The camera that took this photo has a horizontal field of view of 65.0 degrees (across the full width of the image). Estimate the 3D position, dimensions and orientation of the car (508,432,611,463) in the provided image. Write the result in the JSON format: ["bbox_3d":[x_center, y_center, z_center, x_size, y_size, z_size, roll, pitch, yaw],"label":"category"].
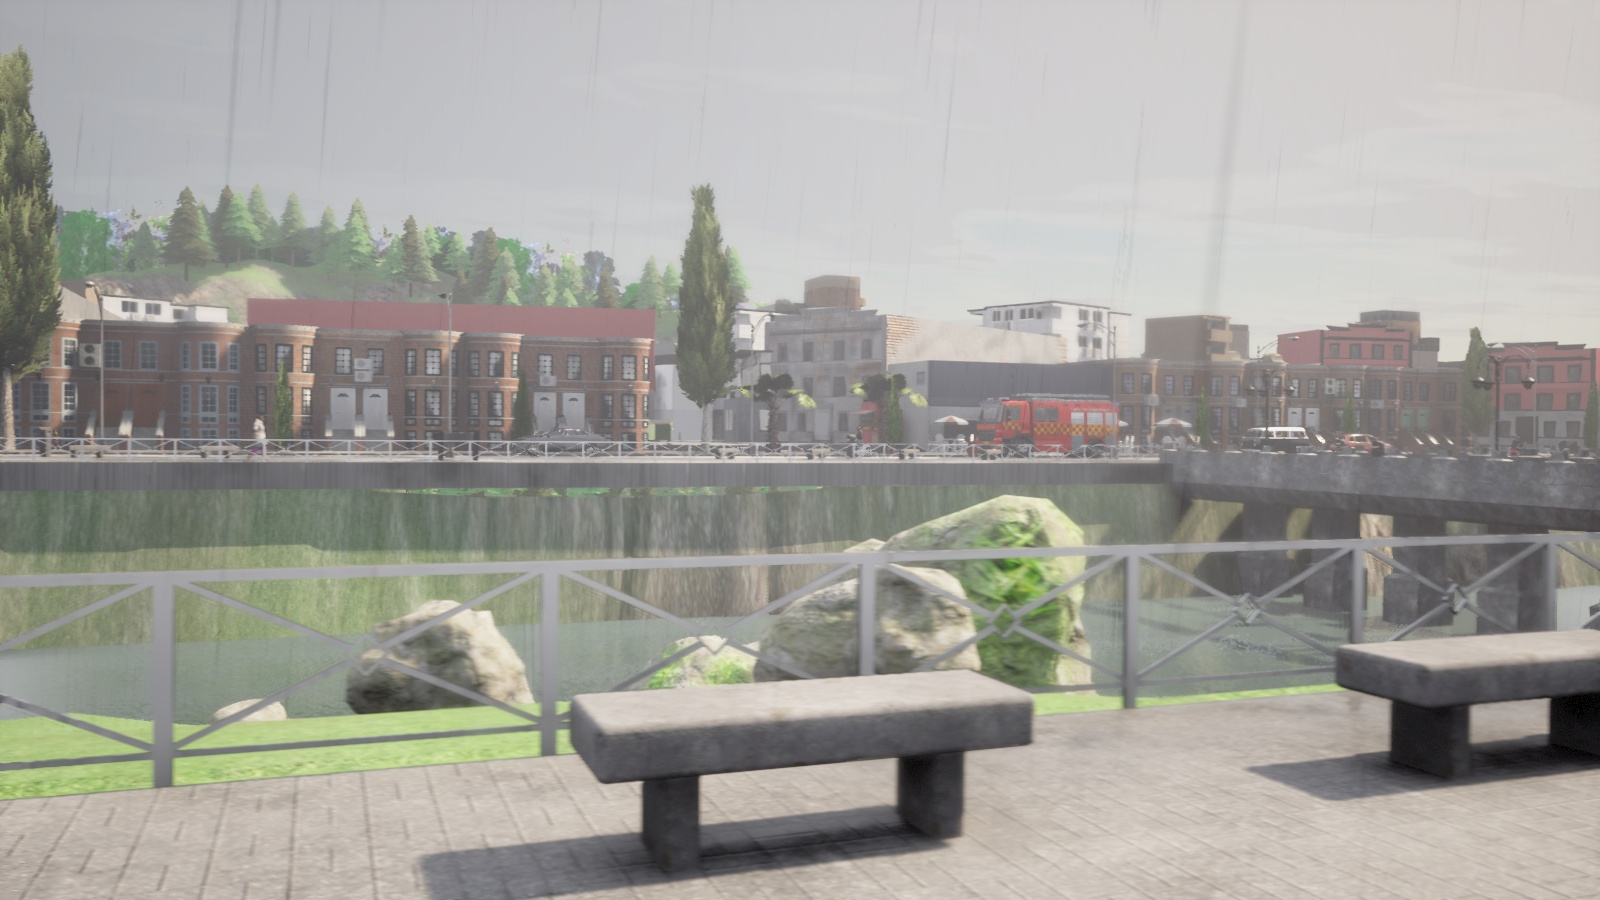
[{"bbox_3d":[-12.456,-0.169,65.002,4.902,1.511,2.128,-1,1,-21],"label":"car"}]

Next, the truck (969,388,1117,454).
[{"bbox_3d":[14.581,-1.749,75.262,8.468,3.827,2.891,-1,1,-21],"label":"truck"}]

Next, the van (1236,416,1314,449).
[{"bbox_3d":[30.800,-1.137,81.436,4.480,2.038,2.069,-1,1,-21],"label":"van"}]

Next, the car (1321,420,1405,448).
[{"bbox_3d":[35.362,-1.024,78.893,4.611,1.667,2.242,-1,1,-21],"label":"car"}]

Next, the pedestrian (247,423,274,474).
[{"bbox_3d":[-21.191,-0.065,49.319,0.873,1.952,0.659,-1,1,-16],"label":"pedestrian"}]
